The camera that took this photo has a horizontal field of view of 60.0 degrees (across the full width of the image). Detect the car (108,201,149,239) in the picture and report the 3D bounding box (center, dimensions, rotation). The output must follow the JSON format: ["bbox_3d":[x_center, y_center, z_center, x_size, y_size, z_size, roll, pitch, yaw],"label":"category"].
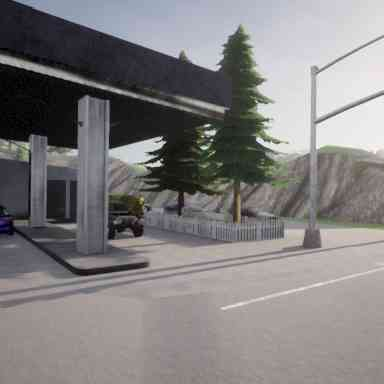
[{"bbox_3d":[-4.272,1.448,18.380,1.905,1.878,3.866,1,0,-35],"label":"car"}]

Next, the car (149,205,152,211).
[{"bbox_3d":[-6.917,1.667,41.451,2.033,1.411,5.357,1,0,-35],"label":"car"}]

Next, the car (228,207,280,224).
[{"bbox_3d":[4.523,1.816,24.869,1.994,1.385,4.181,1,0,-35],"label":"car"}]

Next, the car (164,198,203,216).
[{"bbox_3d":[-0.883,1.542,32.706,2.097,1.767,4.553,1,0,-35],"label":"car"}]

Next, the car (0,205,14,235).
[{"bbox_3d":[-11.400,1.525,18.656,2.242,1.667,4.611,1,0,-35],"label":"car"}]
